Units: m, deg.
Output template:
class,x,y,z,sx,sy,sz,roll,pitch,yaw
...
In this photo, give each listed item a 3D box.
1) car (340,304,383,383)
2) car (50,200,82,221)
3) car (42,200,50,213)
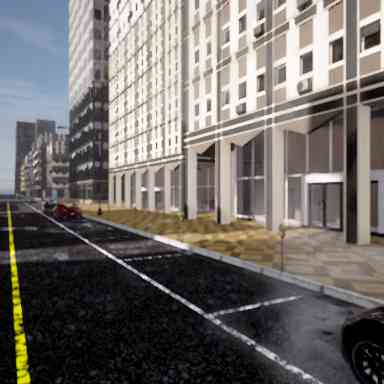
class,x,y,z,sx,sy,sz,roll,pitch,yaw
car,3.444,1.565,2.783,1.947,1.339,4.313,0,0,-29
car,-10.272,1.546,27.471,1.887,1.381,4.507,0,0,-29
car,-15.759,1.555,37.347,2.008,1.369,4.403,0,0,-29
